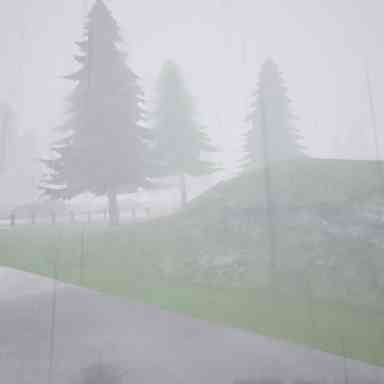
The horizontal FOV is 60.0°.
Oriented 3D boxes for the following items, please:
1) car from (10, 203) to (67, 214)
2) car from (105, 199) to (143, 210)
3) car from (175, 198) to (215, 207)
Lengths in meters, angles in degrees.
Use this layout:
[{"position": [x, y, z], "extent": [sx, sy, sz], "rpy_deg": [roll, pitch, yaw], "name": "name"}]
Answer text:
[{"position": [-14.201, 1.386, 31.023], "extent": [2.128, 1.511, 4.902], "rpy_deg": [0, 0, 44], "name": "car"}, {"position": [-7.571, 1.466, 37.357], "extent": [4.181, 1.385, 1.994], "rpy_deg": [0, 0, -40], "name": "car"}, {"position": [0.484, 1.462, 43.639], "extent": [5.357, 1.411, 2.033], "rpy_deg": [0, 0, -35], "name": "car"}]
